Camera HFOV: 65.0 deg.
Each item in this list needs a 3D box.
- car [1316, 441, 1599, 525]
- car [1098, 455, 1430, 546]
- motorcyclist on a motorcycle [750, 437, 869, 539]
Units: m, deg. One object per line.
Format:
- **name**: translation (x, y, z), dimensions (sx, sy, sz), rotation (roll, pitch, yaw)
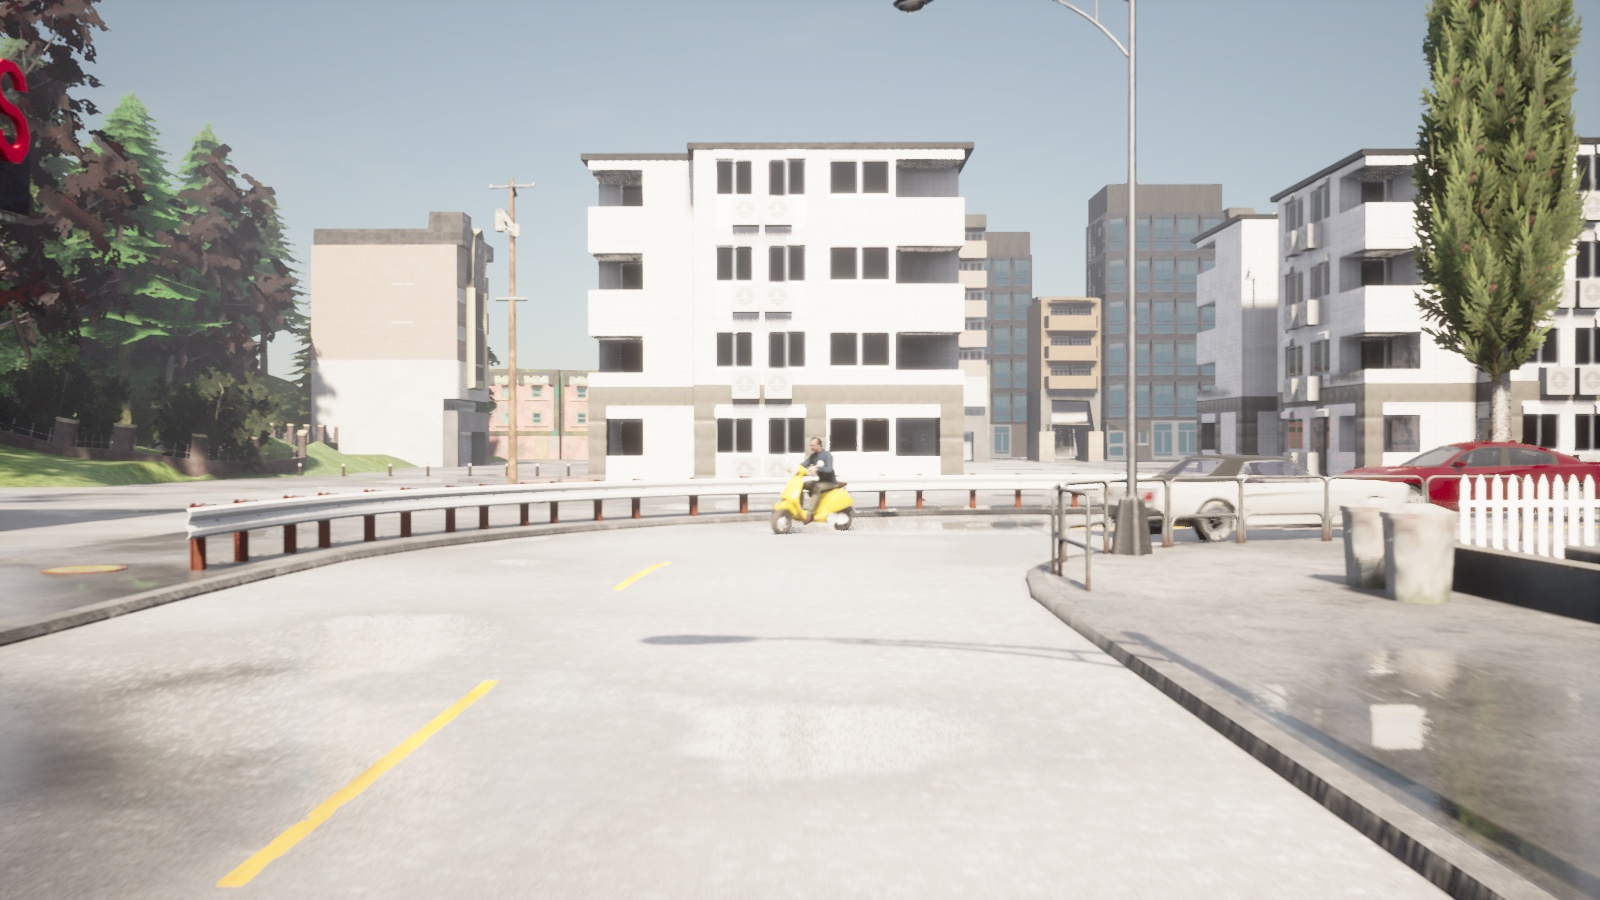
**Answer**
- **car**: translation (12.773, 0.599, 24.048), dimensions (5.008, 1.535, 1.882), rotation (0, 0, 0)
- **car**: translation (7.318, 0.741, 19.896), dimensions (4.718, 1.301, 1.895), rotation (0, 0, -16)
- **motorcyclist on a motorcycle**: translation (0.169, 0.586, 20.683), dimensions (1.817, 1.590, 0.866), rotation (0, 2, -41)
